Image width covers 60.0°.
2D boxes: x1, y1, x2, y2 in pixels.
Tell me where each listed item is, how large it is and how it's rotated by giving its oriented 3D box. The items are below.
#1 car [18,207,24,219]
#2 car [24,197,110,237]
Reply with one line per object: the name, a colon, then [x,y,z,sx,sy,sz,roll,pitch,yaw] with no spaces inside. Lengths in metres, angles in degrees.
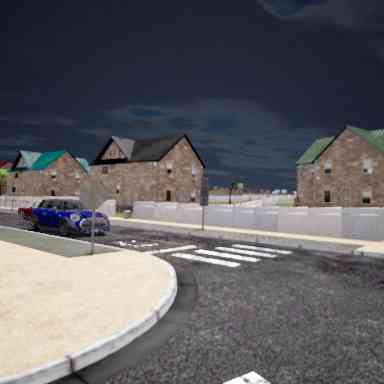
car: [-10.648,1.419,23.981,4.718,1.301,1.895,1,-2,40]
car: [-6.040,1.135,16.384,4.553,1.767,2.097,1,-2,40]
